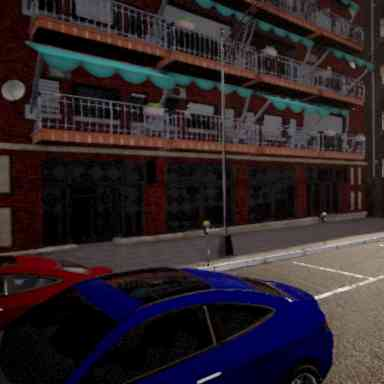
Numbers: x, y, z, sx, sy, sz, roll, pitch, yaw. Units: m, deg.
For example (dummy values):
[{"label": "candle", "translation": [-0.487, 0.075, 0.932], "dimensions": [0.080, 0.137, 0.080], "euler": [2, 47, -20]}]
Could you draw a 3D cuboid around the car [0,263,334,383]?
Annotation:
[{"label": "car", "translation": [-0.599, 1.520, 2.949], "dimensions": [4.674, 1.442, 1.812], "euler": [-1, 0, -35]}]

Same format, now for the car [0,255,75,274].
[{"label": "car", "translation": [-3.002, 1.582, 4.434], "dimensions": [4.206, 1.307, 1.802], "euler": [0, -1, -35]}]
